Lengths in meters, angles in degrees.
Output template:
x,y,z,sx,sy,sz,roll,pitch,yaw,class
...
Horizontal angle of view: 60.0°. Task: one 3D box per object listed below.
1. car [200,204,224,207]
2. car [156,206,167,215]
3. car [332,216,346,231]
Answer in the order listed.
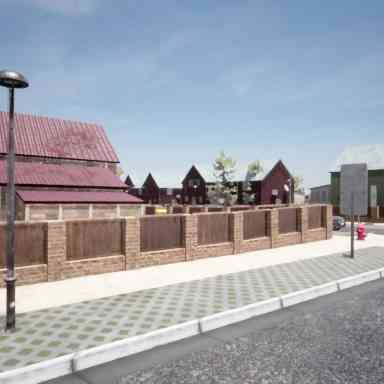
x,y,z,sx,sy,sz,roll,pitch,yaw,class
2.215,1.947,30.578,2.097,1.767,4.553,1,-2,-36,car
-3.985,2.367,39.166,1.882,1.535,5.008,1,-3,-36,car
7.933,1.828,22.620,1.837,1.490,4.892,1,-2,-35,car
